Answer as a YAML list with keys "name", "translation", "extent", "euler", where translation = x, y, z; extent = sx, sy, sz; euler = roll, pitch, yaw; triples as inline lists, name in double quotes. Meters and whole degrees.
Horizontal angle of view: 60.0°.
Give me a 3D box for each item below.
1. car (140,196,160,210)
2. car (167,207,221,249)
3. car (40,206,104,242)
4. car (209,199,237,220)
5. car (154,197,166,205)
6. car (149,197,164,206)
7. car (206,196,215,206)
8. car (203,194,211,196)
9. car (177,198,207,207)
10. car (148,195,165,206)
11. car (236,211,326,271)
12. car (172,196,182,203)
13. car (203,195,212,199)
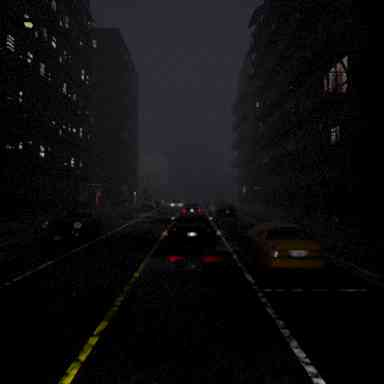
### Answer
- name: "car"
  translation: [-5.810, 1.563, 44.019]
  extent: [2.008, 1.369, 4.403]
  euler: [1, 0, 0]
- name: "car"
  translation: [0.000, 1.575, 14.651]
  extent: [1.994, 1.385, 4.181]
  euler: [0, 0, 0]
- name: "car"
  translation: [-5.697, 1.442, 16.178]
  extent: [1.967, 1.590, 4.097]
  euler: [1, 0, 0]
- name: "car"
  translation: [2.771, 1.572, 27.923]
  extent: [1.947, 1.339, 4.313]
  euler: [1, 0, 0]
- name: "car"
  translation: [-5.811, 1.603, 60.723]
  extent: [1.802, 1.307, 4.206]
  euler: [1, 0, 0]
- name: "car"
  translation: [-5.810, 1.584, 55.156]
  extent: [1.947, 1.339, 4.313]
  euler: [1, 0, 0]
- name: "car"
  translation: [2.837, 1.536, 38.588]
  extent: [1.752, 1.417, 4.829]
  euler: [1, 0, 0]
- name: "car"
  translation: [2.840, 1.336, 60.690]
  extent: [2.192, 1.841, 5.009]
  euler: [1, 0, 0]
- name: "car"
  translation: [-0.001, 1.571, 29.653]
  extent: [2.033, 1.411, 5.357]
  euler: [0, 0, 0]
- name: "car"
  translation: [-5.807, 1.330, 49.587]
  extent: [2.192, 1.841, 5.009]
  euler: [1, 0, 0]
- name: "car"
  translation: [2.709, 1.525, 10.748]
  extent: [1.752, 1.417, 4.829]
  euler: [1, 0, 0]
- name: "car"
  translation: [-3.000, 1.537, 67.655]
  extent: [1.882, 1.535, 5.008]
  euler: [0, 0, 0]
- name: "car"
  translation: [2.837, 1.566, 49.554]
  extent: [2.008, 1.369, 4.403]
  euler: [1, 0, 0]
